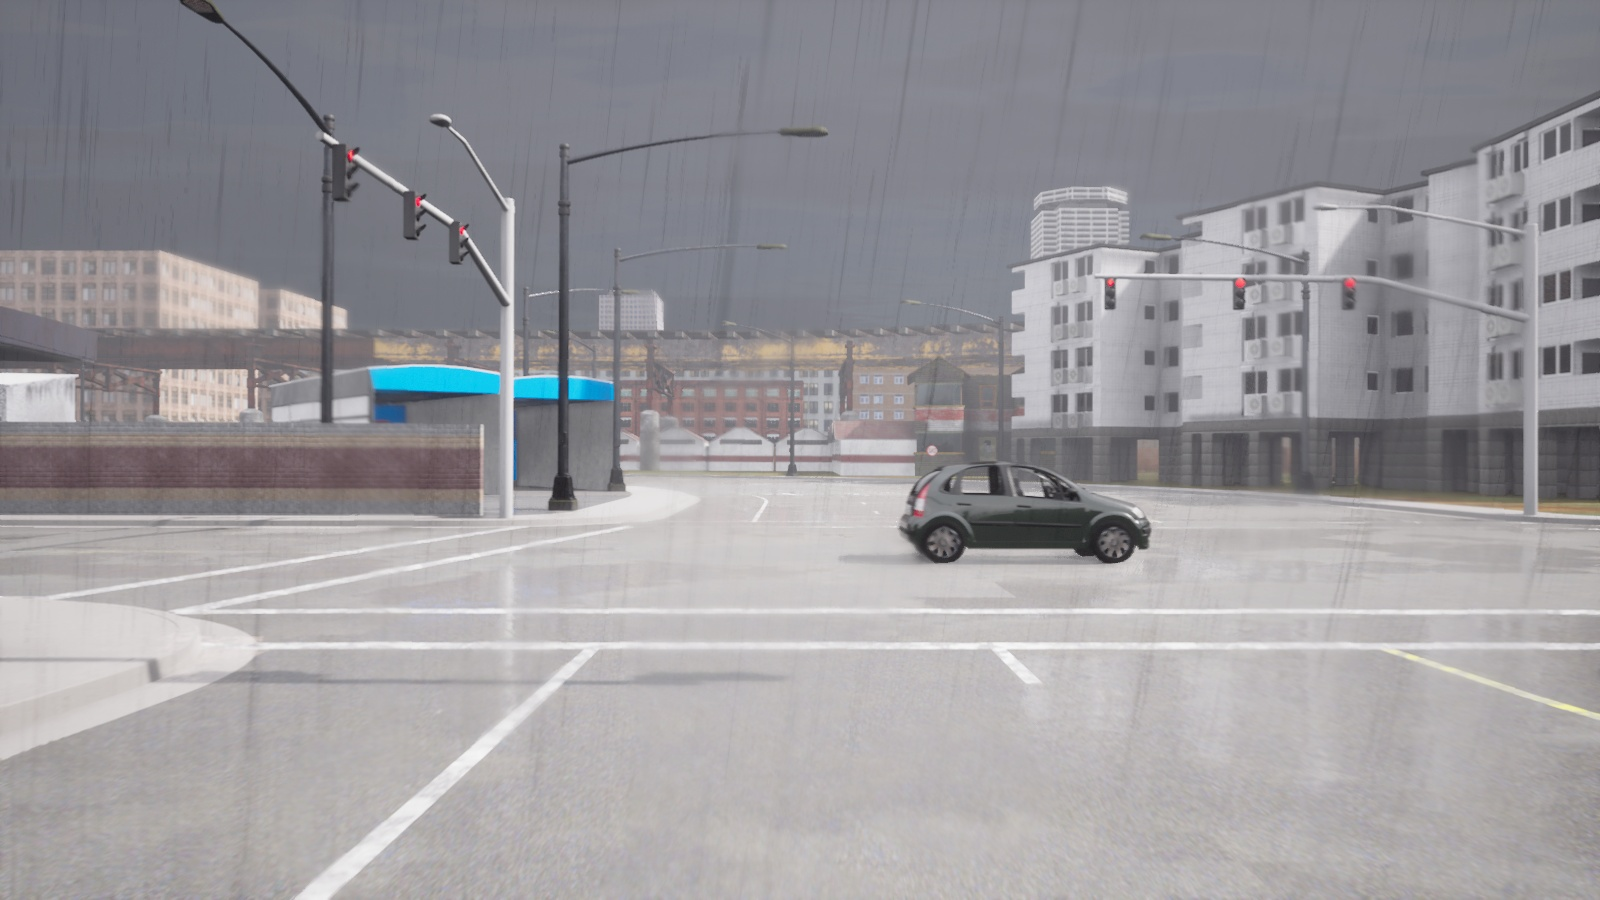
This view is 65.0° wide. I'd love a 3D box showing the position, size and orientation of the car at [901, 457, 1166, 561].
[{"bbox_3d":[3.748,0.927,20.681,3.988,1.617,1.851,0,0,-1],"label":"car"}]
